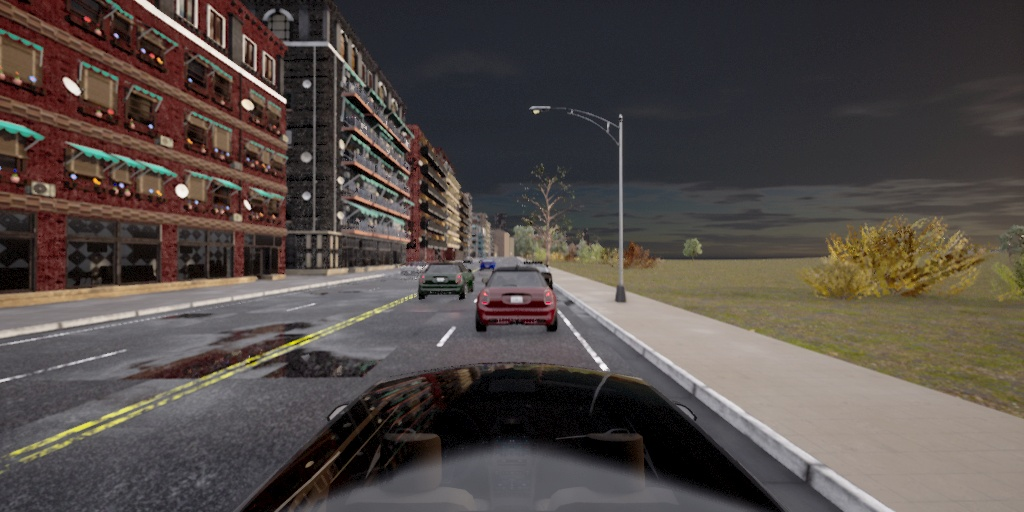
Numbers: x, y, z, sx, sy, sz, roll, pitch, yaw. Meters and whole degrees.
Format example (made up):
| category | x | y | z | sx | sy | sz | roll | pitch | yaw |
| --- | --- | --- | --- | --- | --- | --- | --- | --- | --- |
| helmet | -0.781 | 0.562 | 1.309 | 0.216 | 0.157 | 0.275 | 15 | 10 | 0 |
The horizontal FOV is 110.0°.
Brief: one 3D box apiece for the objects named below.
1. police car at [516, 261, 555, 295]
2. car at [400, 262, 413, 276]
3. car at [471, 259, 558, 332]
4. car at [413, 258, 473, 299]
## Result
| category | x | y | z | sx | sy | sz | roll | pitch | yaw |
| --- | --- | --- | --- | --- | --- | --- | --- | --- | --- |
| police car | 1.191 | 1.122 | 20.413 | 1.930 | 1.638 | 5.238 | 0 | 0 | 0 |
| car | -9.753 | 1.251 | 36.101 | 1.895 | 1.301 | 4.718 | 0 | 0 | 0 |
| car | 0.123 | 1.076 | 10.902 | 2.097 | 1.767 | 4.553 | 0 | 0 | 0 |
| car | -3.104 | 1.057 | 17.720 | 2.097 | 1.767 | 4.553 | 0 | 0 | 0 |
